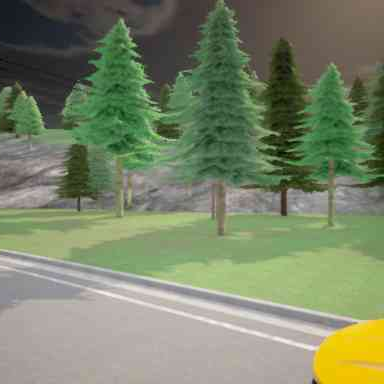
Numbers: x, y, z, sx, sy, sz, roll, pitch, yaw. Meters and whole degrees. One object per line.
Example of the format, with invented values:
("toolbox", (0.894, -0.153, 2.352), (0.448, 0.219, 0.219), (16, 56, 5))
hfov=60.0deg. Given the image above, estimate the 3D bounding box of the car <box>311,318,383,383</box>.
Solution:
("car", (3.212, 1.476, 1.701), (5.008, 1.535, 1.882), (0, 0, 36))
